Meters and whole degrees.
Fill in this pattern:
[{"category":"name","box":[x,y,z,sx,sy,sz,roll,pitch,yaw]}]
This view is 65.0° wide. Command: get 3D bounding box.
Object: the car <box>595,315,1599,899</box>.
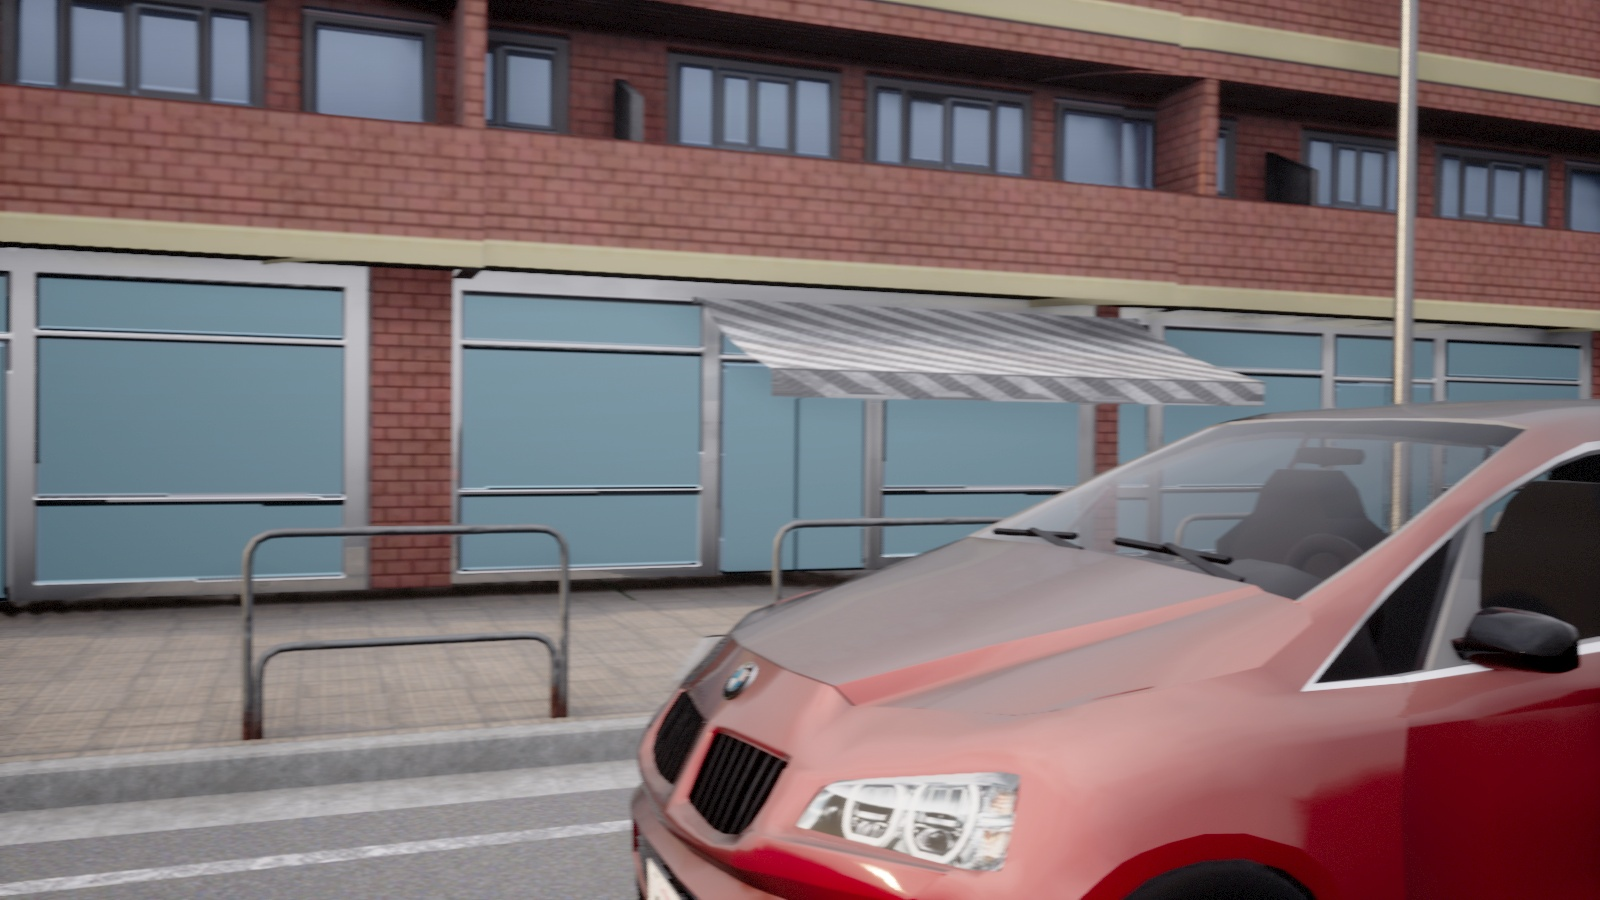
[{"category":"car","box":[1.885,0.557,3.955,4.611,1.667,2.242,-1,1,-21]}]
